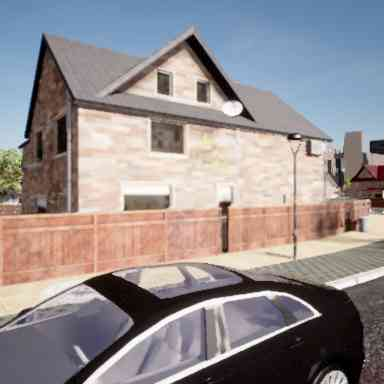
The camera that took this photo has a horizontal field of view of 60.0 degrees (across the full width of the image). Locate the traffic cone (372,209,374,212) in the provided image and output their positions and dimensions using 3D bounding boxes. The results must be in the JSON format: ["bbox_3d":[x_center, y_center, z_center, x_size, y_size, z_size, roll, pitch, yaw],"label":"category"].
[{"bbox_3d":[22.405,2.241,41.151,0.340,0.580,0.340,0,-1,1],"label":"traffic cone"}]

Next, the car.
[{"bbox_3d":[-0.431,1.487,2.832,4.902,1.511,2.128,0,0,-36],"label":"car"}]
